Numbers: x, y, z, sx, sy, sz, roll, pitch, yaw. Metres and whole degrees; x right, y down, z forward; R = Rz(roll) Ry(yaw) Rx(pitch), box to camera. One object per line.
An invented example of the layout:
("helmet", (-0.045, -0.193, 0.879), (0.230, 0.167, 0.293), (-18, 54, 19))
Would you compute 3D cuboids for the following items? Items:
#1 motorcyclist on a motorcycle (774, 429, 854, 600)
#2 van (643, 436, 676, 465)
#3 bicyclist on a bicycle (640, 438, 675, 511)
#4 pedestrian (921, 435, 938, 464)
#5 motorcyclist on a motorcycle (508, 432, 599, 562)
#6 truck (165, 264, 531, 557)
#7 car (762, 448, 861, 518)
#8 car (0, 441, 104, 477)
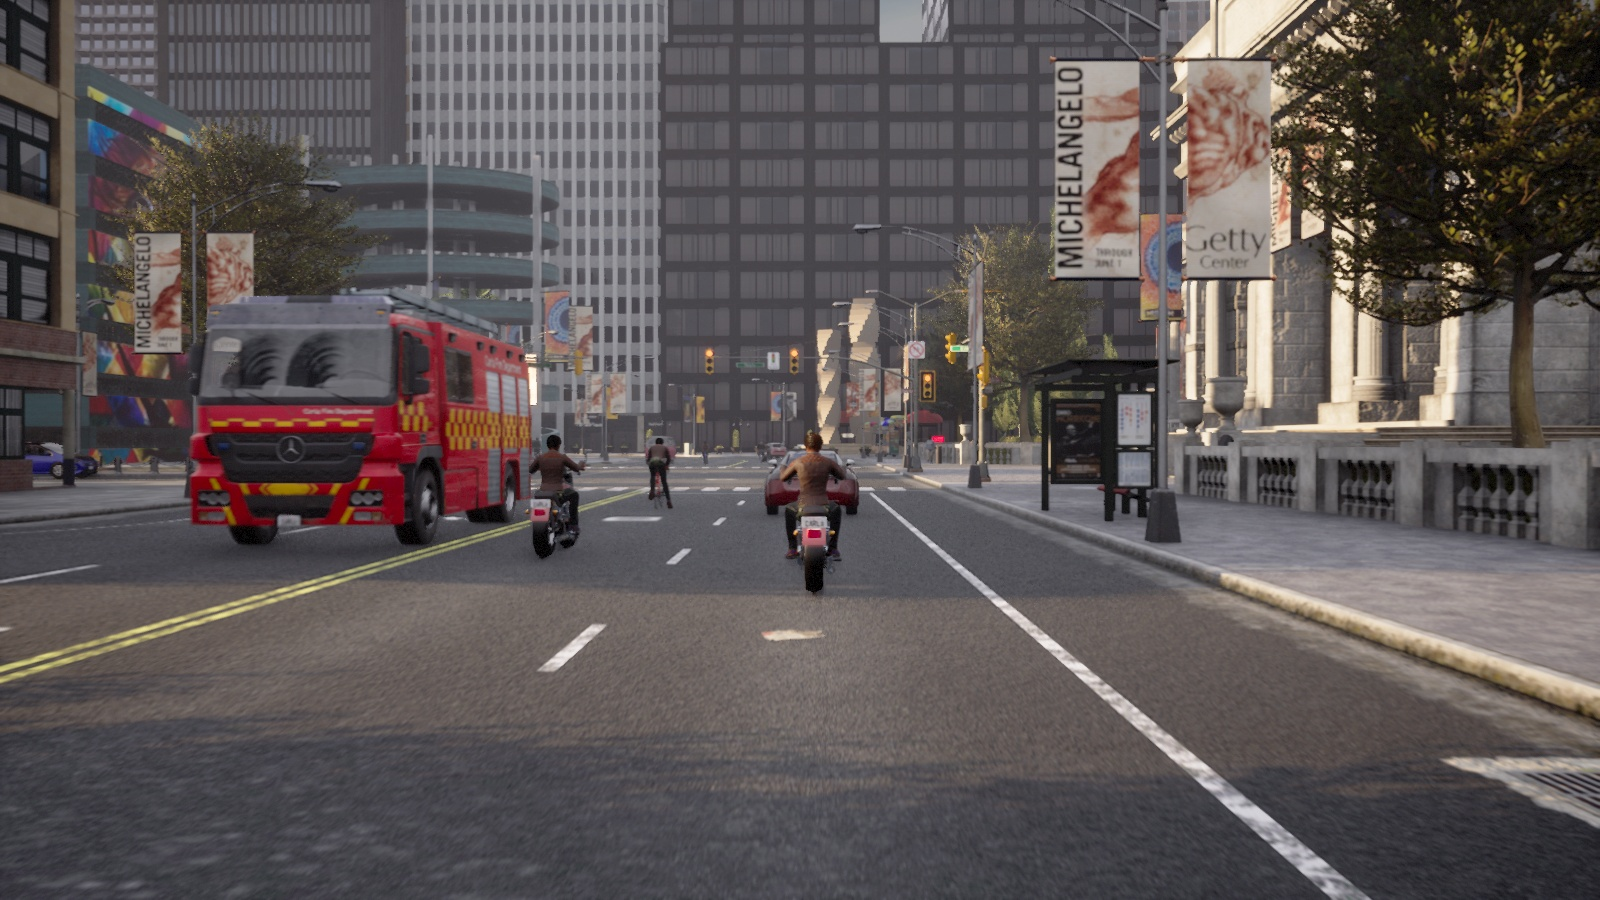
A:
("motorcyclist on a motorcycle", (0.138, 0.621, 13.335), (0.766, 1.649, 2.350), (0, 0, 0))
("van", (-9.732, -0.007, 87.375), (1.775, 1.987, 4.442), (0, 1, 0))
("bicyclist on a bicycle", (-3.237, 0.534, 28.658), (0.582, 1.620, 1.656), (0, 0, 1))
("pedestrian", (8.421, -0.051, 81.441), (0.874, 1.855, 0.900), (0, 0, 23))
("motorcyclist on a motorcycle", (-3.327, 0.597, 17.165), (0.766, 1.649, 2.350), (0, 0, 0))
("truck", (-6.806, -0.541, 20.613), (2.891, 3.827, 8.468), (0, 0, 0))
("car", (0.253, 0.656, 27.362), (1.994, 1.385, 4.181), (0, 0, 0))
("car", (-32.214, 0.366, 53.015), (4.514, 1.525, 2.007), (0, 0, 0))
